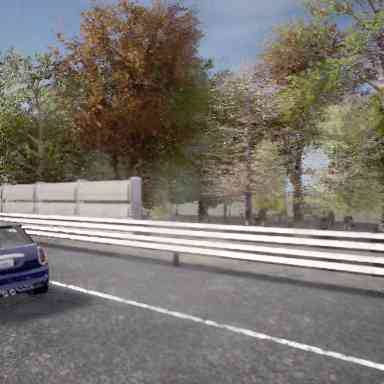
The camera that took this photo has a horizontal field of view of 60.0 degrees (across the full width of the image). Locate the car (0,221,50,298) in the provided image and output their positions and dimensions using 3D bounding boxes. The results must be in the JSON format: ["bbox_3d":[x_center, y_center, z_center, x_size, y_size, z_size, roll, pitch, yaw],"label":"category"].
[{"bbox_3d":[-5.351,1.437,7.690,4.553,1.767,2.097,-1,0,35],"label":"car"}]
